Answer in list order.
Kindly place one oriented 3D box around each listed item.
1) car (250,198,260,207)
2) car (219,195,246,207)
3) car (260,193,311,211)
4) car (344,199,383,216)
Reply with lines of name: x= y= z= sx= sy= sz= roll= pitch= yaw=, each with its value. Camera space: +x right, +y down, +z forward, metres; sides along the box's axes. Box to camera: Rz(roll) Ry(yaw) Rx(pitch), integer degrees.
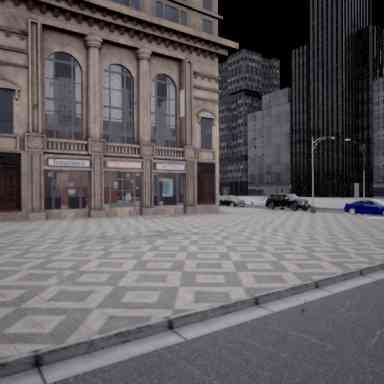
car: x=10.096 y=1.399 z=46.194 sx=1.812 sy=1.442 sz=4.674 roll=-1 pitch=0 yaw=-34
car: x=5.557 y=1.244 z=47.216 sx=2.097 sy=1.767 sz=4.553 roll=-1 pitch=0 yaw=-34
car: x=11.128 y=1.141 z=38.951 sx=2.150 sy=2.045 sz=5.566 roll=-1 pitch=0 yaw=-34
car: x=16.698 y=1.426 z=30.714 sx=1.882 sy=1.535 sz=5.008 roll=-1 pitch=1 yaw=-35
